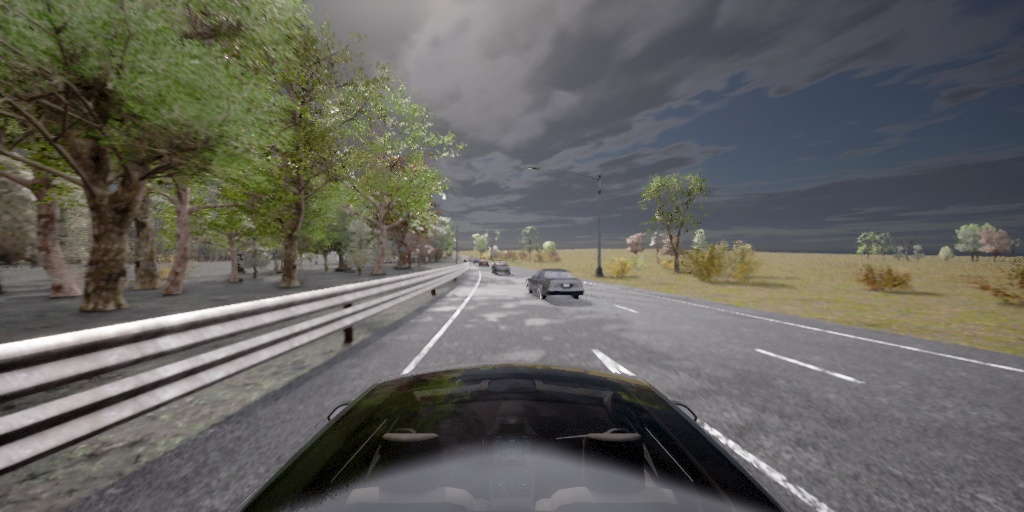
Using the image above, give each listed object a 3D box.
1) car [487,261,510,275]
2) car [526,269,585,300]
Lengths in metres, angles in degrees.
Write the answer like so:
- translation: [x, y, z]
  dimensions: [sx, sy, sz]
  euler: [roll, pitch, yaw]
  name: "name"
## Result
- translation: [-1.353, 1.362, 41.998]
  dimensions: [2.128, 1.511, 4.902]
  euler: [0, 0, -8]
  name: "car"
- translation: [2.040, 1.353, 18.237]
  dimensions: [2.033, 1.411, 5.357]
  euler: [0, 0, -8]
  name: "car"
